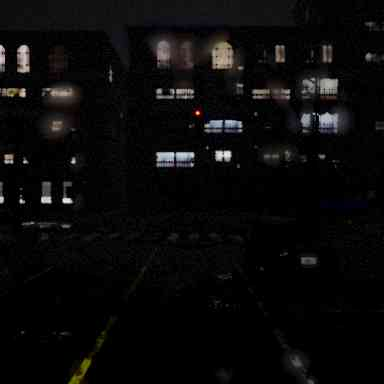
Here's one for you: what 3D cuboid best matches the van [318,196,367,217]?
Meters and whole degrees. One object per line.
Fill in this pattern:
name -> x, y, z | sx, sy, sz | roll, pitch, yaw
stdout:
van -> 13.051, 1.209, 28.966 | 3.998, 1.788, 1.690 | 0, 0, 0

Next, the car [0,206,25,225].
car -> -14.147, 1.578, 23.480 | 4.181, 1.385, 1.994 | 0, 0, 0

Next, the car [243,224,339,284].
car -> 2.564, 1.538, 9.381 | 1.947, 1.339, 4.313 | 1, 0, 0

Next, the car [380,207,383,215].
car -> 18.693, 1.415, 29.002 | 4.206, 1.307, 1.802 | 0, 0, 0
